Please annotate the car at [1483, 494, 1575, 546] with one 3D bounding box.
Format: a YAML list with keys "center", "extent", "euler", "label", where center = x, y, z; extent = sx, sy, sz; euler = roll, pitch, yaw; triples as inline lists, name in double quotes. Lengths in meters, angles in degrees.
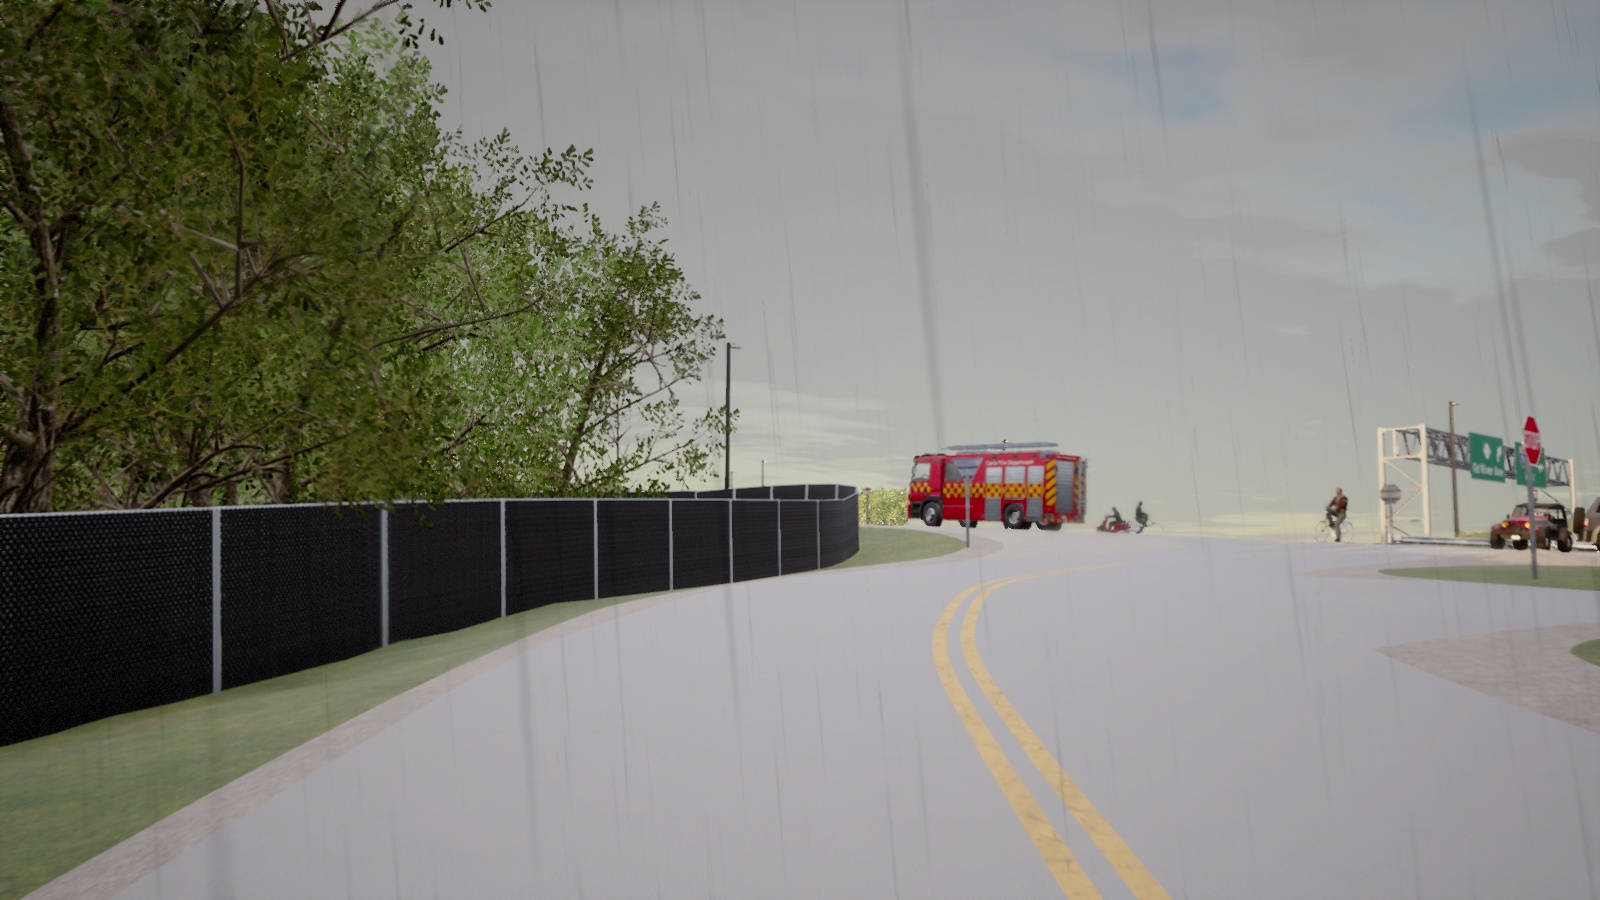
- center: [28.115, 2.699, 48.409]
  extent: [3.866, 1.878, 1.905]
  euler: [4, -4, -41]
  label: "car"

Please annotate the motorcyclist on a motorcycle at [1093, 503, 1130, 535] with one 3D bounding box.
- center: [16.090, 3.554, 64.939]
  extent: [1.817, 1.590, 0.866]
  euler: [1, -5, 12]
  label: "motorcyclist on a motorcycle"

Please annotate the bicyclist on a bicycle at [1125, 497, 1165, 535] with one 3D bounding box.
- center: [16.836, 3.208, 61.249]
  extent: [1.843, 1.776, 0.659]
  euler: [0, -5, 13]
  label: "bicyclist on a bicycle"

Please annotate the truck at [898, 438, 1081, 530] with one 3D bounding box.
- center: [8.495, 1.625, 57.439]
  extent: [2.891, 3.827, 8.468]
  euler: [4, -5, -39]
  label: "truck"

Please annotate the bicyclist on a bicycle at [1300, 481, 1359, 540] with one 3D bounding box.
- center: [16.483, 1.888, 39.088]
  extent: [1.843, 1.776, 0.659]
  euler: [2, -1, -29]
  label: "bicyclist on a bicycle"

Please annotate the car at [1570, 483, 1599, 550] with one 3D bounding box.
- center: [24.175, 1.939, 34.979]
  extent: [4.605, 1.855, 1.932]
  euler: [1, -3, 31]
  label: "car"
